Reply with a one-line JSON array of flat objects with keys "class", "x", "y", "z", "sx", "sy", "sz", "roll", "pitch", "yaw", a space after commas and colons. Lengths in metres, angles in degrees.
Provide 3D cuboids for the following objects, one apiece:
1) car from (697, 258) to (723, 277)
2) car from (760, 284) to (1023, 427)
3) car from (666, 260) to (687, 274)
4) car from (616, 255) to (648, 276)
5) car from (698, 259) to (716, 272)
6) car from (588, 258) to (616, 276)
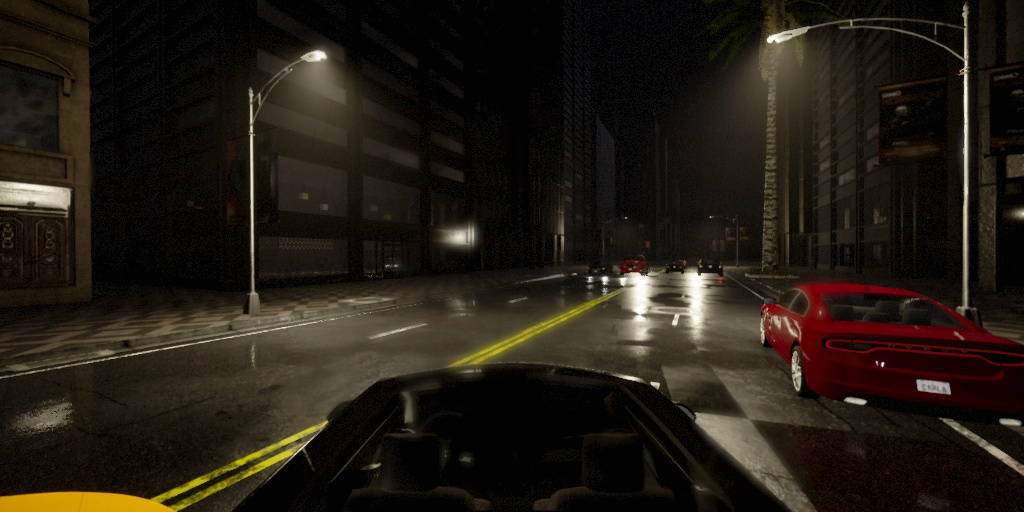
[{"class": "car", "x": 19.294, "y": 1.012, "z": 35.002, "sx": 2.097, "sy": 1.767, "sz": 4.553, "roll": 0, "pitch": 0, "yaw": 27}, {"class": "car", "x": 5.515, "y": 1.203, "z": 5.928, "sx": 1.882, "sy": 1.535, "sz": 5.008, "roll": 0, "pitch": 0, "yaw": 27}, {"class": "car", "x": 18.114, "y": 1.211, "z": 39.757, "sx": 2.033, "sy": 1.411, "sz": 5.357, "roll": 0, "pitch": 0, "yaw": 26}, {"class": "car", "x": 12.350, "y": 0.909, "z": 36.115, "sx": 2.150, "sy": 2.045, "sz": 5.566, "roll": 0, "pitch": 0, "yaw": 27}, {"class": "car", "x": 23.723, "y": 1.120, "z": 43.726, "sx": 1.882, "sy": 1.535, "sz": 5.008, "roll": 0, "pitch": 0, "yaw": 28}, {"class": "car", "x": 9.248, "y": 1.225, "z": 37.159, "sx": 1.812, "sy": 1.442, "sz": 4.674, "roll": 0, "pitch": 0, "yaw": 27}]
